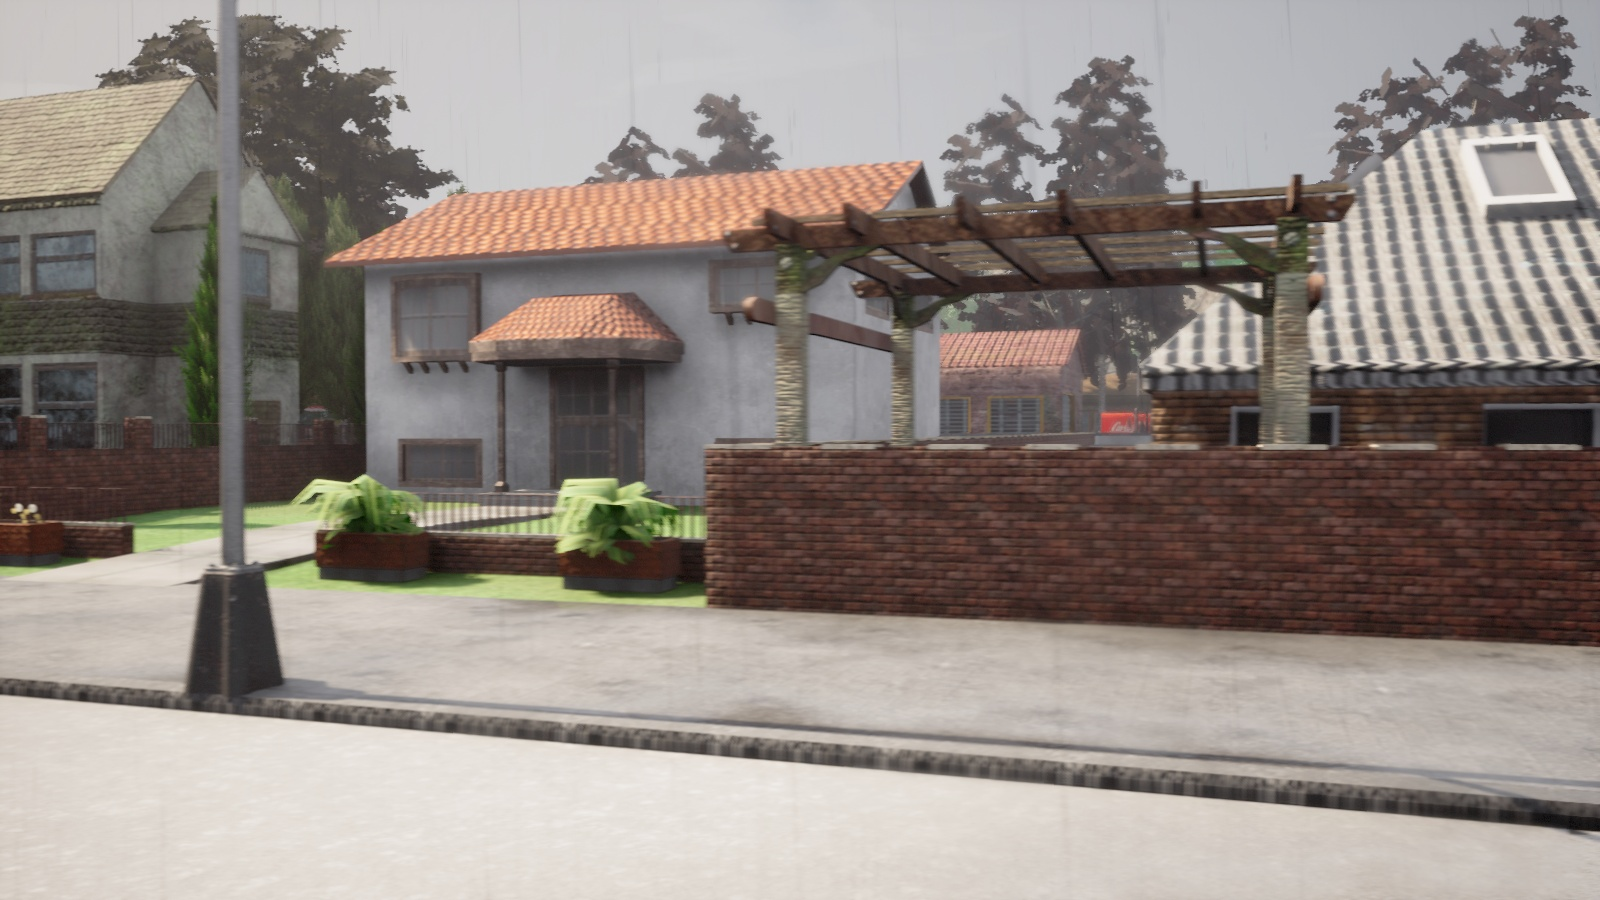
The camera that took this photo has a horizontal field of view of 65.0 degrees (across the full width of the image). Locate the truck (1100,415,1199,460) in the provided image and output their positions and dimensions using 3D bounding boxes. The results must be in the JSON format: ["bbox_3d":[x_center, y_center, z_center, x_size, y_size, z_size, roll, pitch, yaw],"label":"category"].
[{"bbox_3d":[19.751,-0.722,70.927,5.204,2.467,2.627,1,1,19],"label":"truck"}]
